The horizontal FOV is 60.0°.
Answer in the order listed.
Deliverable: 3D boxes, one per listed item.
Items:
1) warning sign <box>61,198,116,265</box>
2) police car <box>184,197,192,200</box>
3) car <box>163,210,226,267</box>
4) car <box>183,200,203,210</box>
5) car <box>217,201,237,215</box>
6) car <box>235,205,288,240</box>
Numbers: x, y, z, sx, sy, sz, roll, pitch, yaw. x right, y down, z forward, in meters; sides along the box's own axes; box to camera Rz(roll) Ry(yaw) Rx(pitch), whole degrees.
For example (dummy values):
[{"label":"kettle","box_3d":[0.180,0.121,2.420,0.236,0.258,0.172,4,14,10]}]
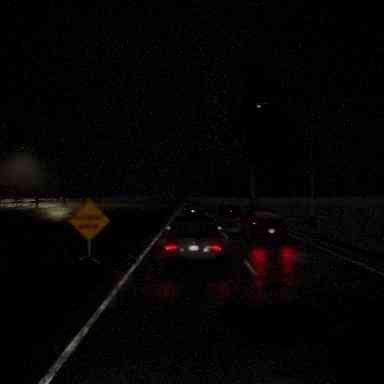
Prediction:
[{"label":"warning sign","box_3d":[-3.057,1.129,9.924,1.300,1.860,1.060,0,-1,0]},{"label":"police car","box_3d":[-1.050,2.279,90.024,1.930,1.638,5.238,0,0,0]},{"label":"car","box_3d":[0.065,1.568,11.476,2.033,1.411,5.357,0,0,0]},{"label":"car","box_3d":[0.086,1.724,32.103,1.994,1.385,4.181,0,-1,0]},{"label":"car","box_3d":[3.589,1.649,33.099,1.882,1.535,5.008,0,-1,0]},{"label":"car","box_3d":[3.593,1.570,17.216,1.812,1.442,4.674,0,0,0]}]
